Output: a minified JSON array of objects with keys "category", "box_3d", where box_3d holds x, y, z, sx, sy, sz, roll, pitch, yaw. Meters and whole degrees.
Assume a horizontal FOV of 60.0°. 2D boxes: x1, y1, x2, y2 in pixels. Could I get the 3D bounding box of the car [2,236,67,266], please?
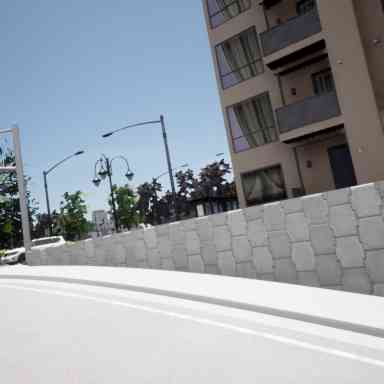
[{"category":"car","box_3d":[-14.119,5.313,30.277,2.150,2.045,5.566,-14,-8,35]}]
